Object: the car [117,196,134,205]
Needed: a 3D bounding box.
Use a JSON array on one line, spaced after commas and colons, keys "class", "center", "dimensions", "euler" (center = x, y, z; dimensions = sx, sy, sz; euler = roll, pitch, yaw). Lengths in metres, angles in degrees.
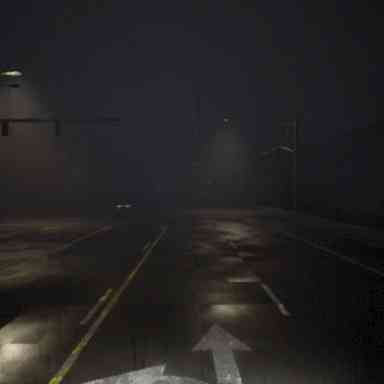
[{"class": "car", "center": [-10.509, 1.300, 52.852], "dimensions": [2.033, 1.411, 5.357], "euler": [0, 1, 0]}]
